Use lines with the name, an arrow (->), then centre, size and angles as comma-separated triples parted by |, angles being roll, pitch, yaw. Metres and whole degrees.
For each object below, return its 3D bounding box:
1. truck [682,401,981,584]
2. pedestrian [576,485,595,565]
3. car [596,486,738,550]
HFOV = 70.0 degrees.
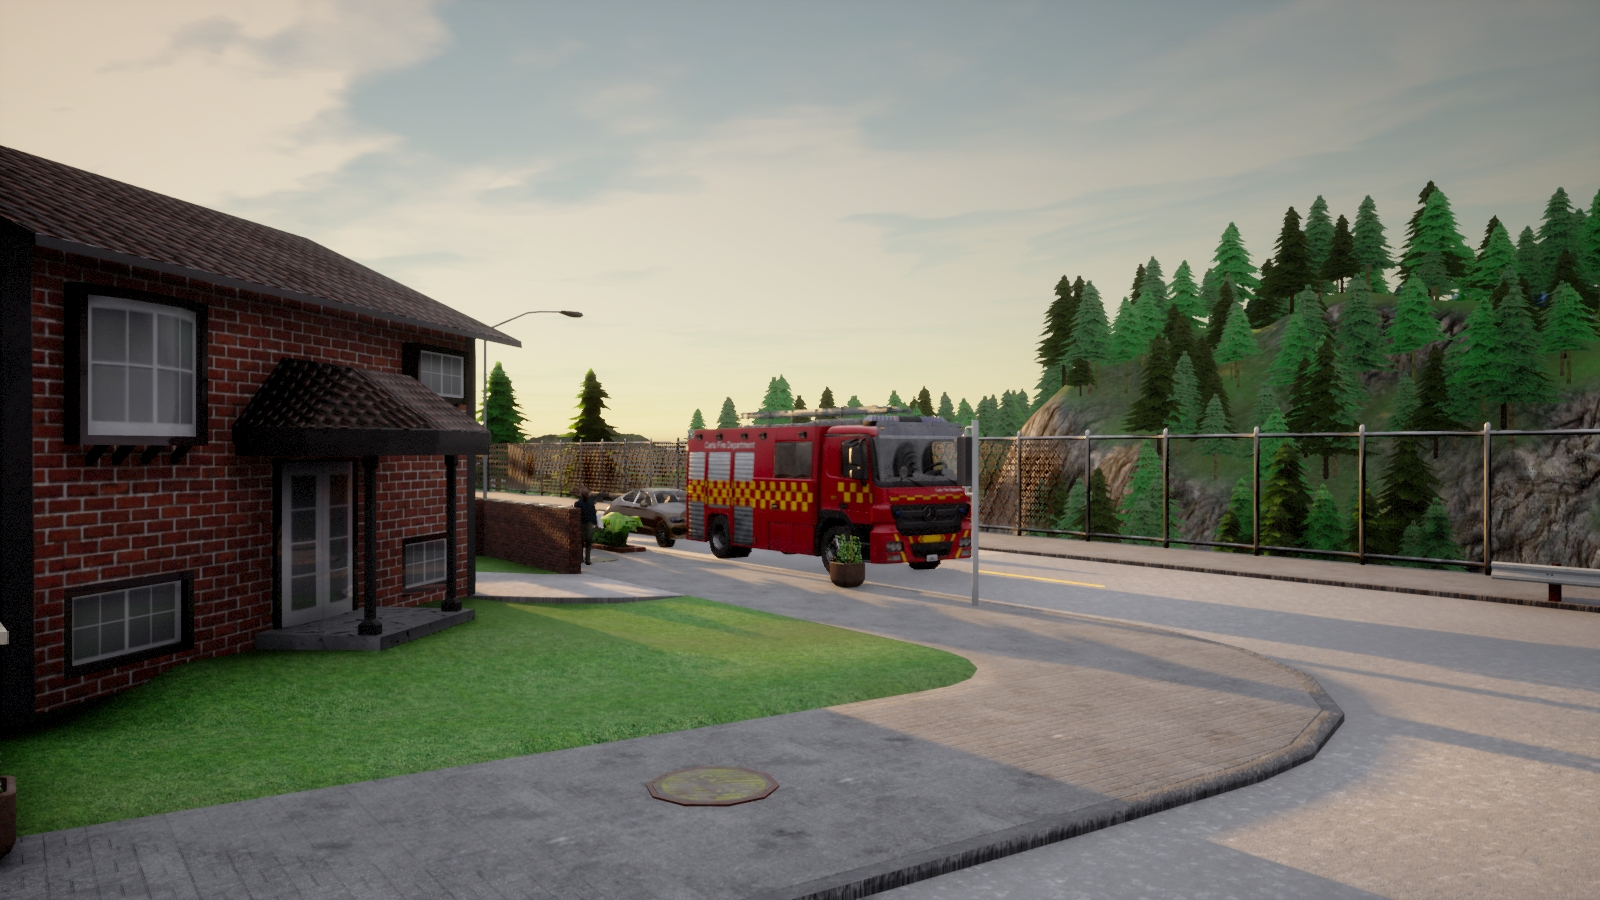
truck -> 0.436, 0.891, 28.203 | 2.891, 3.827, 8.468 | 0, 0, -35
pedestrian -> -5.021, 1.745, 26.733 | 0.375, 1.860, 0.375 | 0, 0, -20
car -> -4.125, 1.992, 34.731 | 2.152, 1.651, 5.027 | 0, 0, -35
